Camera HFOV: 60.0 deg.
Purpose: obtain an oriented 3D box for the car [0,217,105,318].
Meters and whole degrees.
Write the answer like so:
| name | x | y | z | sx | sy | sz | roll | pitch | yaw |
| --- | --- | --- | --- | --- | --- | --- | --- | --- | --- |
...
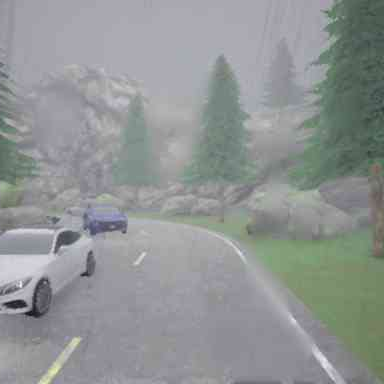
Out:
| name | x | y | z | sx | sy | sz | roll | pitch | yaw |
| --- | --- | --- | --- | --- | --- | --- | --- | --- | --- |
| car | -3.586 | 1.530 | 7.570 | 1.812 | 1.442 | 4.674 | 0 | 0 | 0 |

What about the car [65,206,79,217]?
| name | x | y | z | sx | sy | sz | roll | pitch | yaw |
| --- | --- | --- | --- | --- | --- | --- | --- | --- | --- |
| car | -9.157 | 1.620 | 29.475 | 4.718 | 1.301 | 1.895 | 0 | 0 | 37 |

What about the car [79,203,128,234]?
| name | x | y | z | sx | sy | sz | roll | pitch | yaw |
| --- | --- | --- | --- | --- | --- | --- | --- | --- | --- |
| car | -5.053 | 1.490 | 19.085 | 1.882 | 1.535 | 5.008 | 0 | 0 | -25 |
